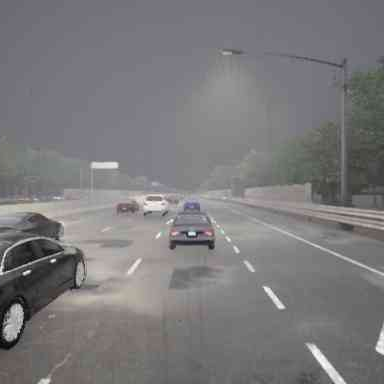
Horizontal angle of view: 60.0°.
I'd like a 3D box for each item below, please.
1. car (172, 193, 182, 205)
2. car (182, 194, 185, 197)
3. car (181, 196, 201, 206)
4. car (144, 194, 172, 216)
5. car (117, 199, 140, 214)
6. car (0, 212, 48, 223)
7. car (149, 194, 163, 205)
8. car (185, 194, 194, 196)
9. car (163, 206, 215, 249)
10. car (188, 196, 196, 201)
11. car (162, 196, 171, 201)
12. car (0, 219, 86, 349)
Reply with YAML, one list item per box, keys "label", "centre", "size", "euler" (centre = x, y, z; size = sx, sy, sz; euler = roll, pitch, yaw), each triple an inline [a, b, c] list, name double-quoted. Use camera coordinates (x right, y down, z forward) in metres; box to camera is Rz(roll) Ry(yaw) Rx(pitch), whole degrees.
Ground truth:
- label: "car"
  centre: [-3.498, 1.490, 63.100]
  size: [2.097, 1.767, 4.553]
  euler: [0, 0, 0]
- label: "car"
  centre: [-3.498, 1.567, 90.355]
  size: [2.097, 1.767, 4.553]
  euler: [0, 0, 0]
- label: "car"
  centre: [0.002, 1.558, 39.356]
  size: [1.882, 1.535, 5.008]
  euler: [0, 0, 0]
- label: "car"
  centre: [-3.501, 1.289, 33.481]
  size: [2.150, 2.045, 5.566]
  euler: [0, 0, 0]
- label: "car"
  centre: [-7.000, 1.552, 36.857]
  size: [1.882, 1.535, 5.008]
  euler: [0, 0, 0]
- label: "car"
  centre: [-6.998, 1.552, 13.904]
  size: [1.812, 1.442, 4.674]
  euler: [0, 0, 0]
- label: "car"
  centre: [-6.998, 1.365, 64.944]
  size: [2.150, 2.045, 5.566]
  euler: [0, 0, 0]
- label: "car"
  centre: [0.001, 1.625, 66.543]
  size: [1.882, 1.535, 5.008]
  euler: [0, 0, 0]
- label: "car"
  centre: [-0.002, 1.575, 14.700]
  size: [2.033, 1.411, 5.357]
  euler: [0, 0, 0]
- label: "car"
  centre: [0.002, 1.777, 94.624]
  size: [1.994, 1.385, 4.181]
  euler: [0, 0, 0]
- label: "car"
  centre: [-6.998, 1.752, 90.419]
  size: [2.033, 1.411, 5.357]
  euler: [0, 0, 0]
- label: "car"
  centre: [-3.499, 1.518, 6.241]
  size: [1.837, 1.490, 4.892]
  euler: [0, 0, 0]
